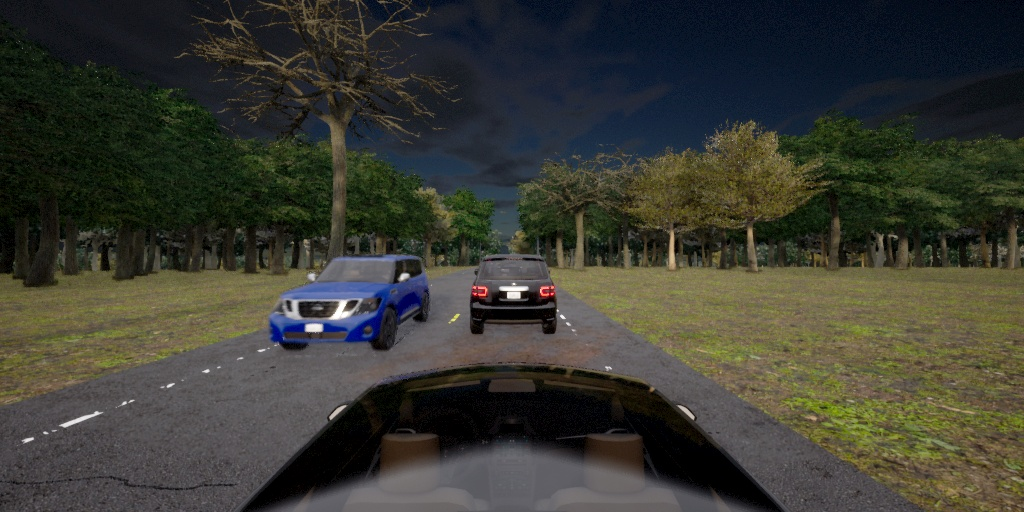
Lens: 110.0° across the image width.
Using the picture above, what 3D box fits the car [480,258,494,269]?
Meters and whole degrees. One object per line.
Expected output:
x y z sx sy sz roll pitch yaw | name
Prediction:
-4.062 1.242 59.294 2.097 1.767 4.553 0 -1 0 | car

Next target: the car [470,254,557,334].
0.016 0.976 10.748 2.150 2.045 5.566 0 0 -1 | car

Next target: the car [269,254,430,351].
-3.671 0.975 9.372 2.150 2.045 5.566 0 0 -1 | car
